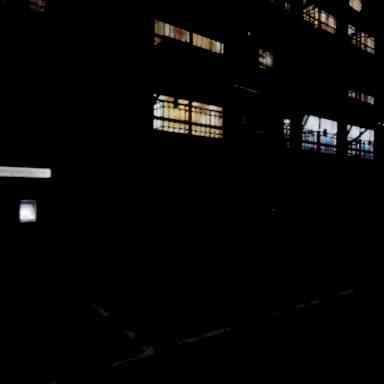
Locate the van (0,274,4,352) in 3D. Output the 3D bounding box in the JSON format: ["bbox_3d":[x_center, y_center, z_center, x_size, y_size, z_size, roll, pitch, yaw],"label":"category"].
[{"bbox_3d":[-4.227,1.331,3.539,3.998,1.788,1.690,0,0,-35],"label":"van"}]
